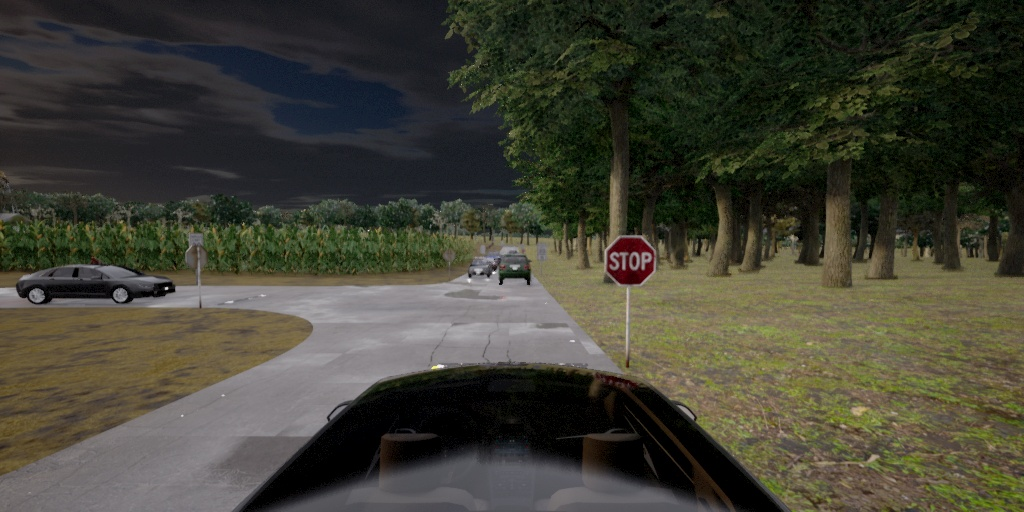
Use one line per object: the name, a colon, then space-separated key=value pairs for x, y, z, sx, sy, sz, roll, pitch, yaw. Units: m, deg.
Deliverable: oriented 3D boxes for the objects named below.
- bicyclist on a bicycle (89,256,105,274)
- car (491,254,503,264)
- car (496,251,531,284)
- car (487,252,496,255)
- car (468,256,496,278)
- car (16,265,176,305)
bicyclist on a bicycle: x=-23.380 y=0.847 z=20.152 sx=0.582 sy=1.620 sz=1.656 roll=0 pitch=1 yaw=-11
car: x=-2.544 y=0.455 z=61.099 sx=1.812 sy=1.442 sz=4.674 roll=0 pitch=1 yaw=0
car: x=0.195 y=0.857 z=25.848 sx=2.150 sy=2.045 sz=5.566 roll=0 pitch=1 yaw=0
car: x=-2.650 y=0.394 z=50.789 sx=2.150 sy=2.045 sz=5.566 roll=0 pitch=1 yaw=0
car: x=-2.735 y=1.049 z=31.661 sx=2.128 sy=1.511 sz=4.902 roll=0 pitch=1 yaw=0
car: x=-16.933 y=1.110 z=14.786 sx=4.892 sy=1.490 sz=1.837 roll=0 pitch=2 yaw=-7
